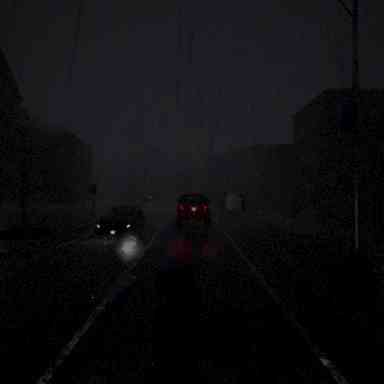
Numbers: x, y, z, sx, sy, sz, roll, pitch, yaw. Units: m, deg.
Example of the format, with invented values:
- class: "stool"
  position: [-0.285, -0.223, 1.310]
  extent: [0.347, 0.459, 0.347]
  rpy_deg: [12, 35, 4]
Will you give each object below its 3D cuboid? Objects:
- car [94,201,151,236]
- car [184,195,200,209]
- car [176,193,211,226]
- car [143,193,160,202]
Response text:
- class: "car"
  position: [-3.597, 1.437, 17.748]
  extent: [2.033, 1.411, 5.357]
  rpy_deg: [0, 0, 0]
- class: "car"
  position: [-0.041, 1.224, 41.048]
  extent: [1.882, 1.535, 5.008]
  rpy_deg: [0, 0, -2]
- class: "car"
  position: [0.105, 1.084, 22.370]
  extent: [2.150, 2.045, 5.566]
  rpy_deg: [0, 1, 0]
- class: "car"
  position: [-7.304, 0.956, 59.886]
  extent: [2.097, 1.767, 4.553]
  rpy_deg: [0, 0, -22]
